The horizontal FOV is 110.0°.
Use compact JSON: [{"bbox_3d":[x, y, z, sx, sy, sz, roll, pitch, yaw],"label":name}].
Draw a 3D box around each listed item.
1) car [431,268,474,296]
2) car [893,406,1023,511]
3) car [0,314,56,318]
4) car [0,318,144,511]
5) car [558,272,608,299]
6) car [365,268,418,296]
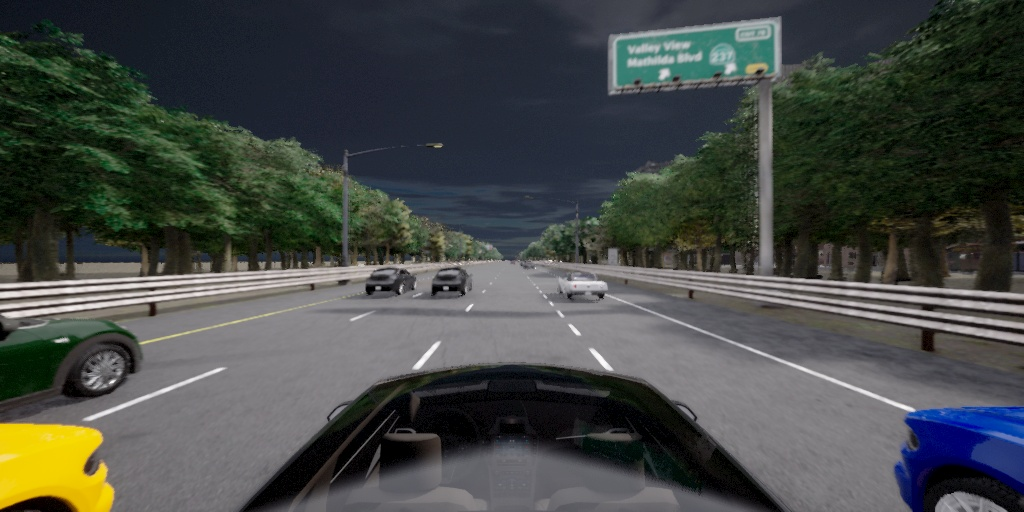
[{"bbox_3d":[-3.388,1.431,20.845,1.837,1.490,4.892,0,-1,0],"label":"car"},{"bbox_3d":[3.599,1.215,0.391,1.882,1.535,5.008,0,-1,0],"label":"car"},{"bbox_3d":[-6.898,1.121,3.764,2.097,1.767,4.553,0,-1,0],"label":"car"},{"bbox_3d":[-3.402,1.213,0.102,1.882,1.535,5.008,0,-1,0],"label":"car"},{"bbox_3d":[3.611,1.512,19.223,1.895,1.301,4.718,0,-1,0],"label":"car"},{"bbox_3d":[-6.889,1.432,20.894,1.837,1.490,4.892,0,-1,0],"label":"car"}]
